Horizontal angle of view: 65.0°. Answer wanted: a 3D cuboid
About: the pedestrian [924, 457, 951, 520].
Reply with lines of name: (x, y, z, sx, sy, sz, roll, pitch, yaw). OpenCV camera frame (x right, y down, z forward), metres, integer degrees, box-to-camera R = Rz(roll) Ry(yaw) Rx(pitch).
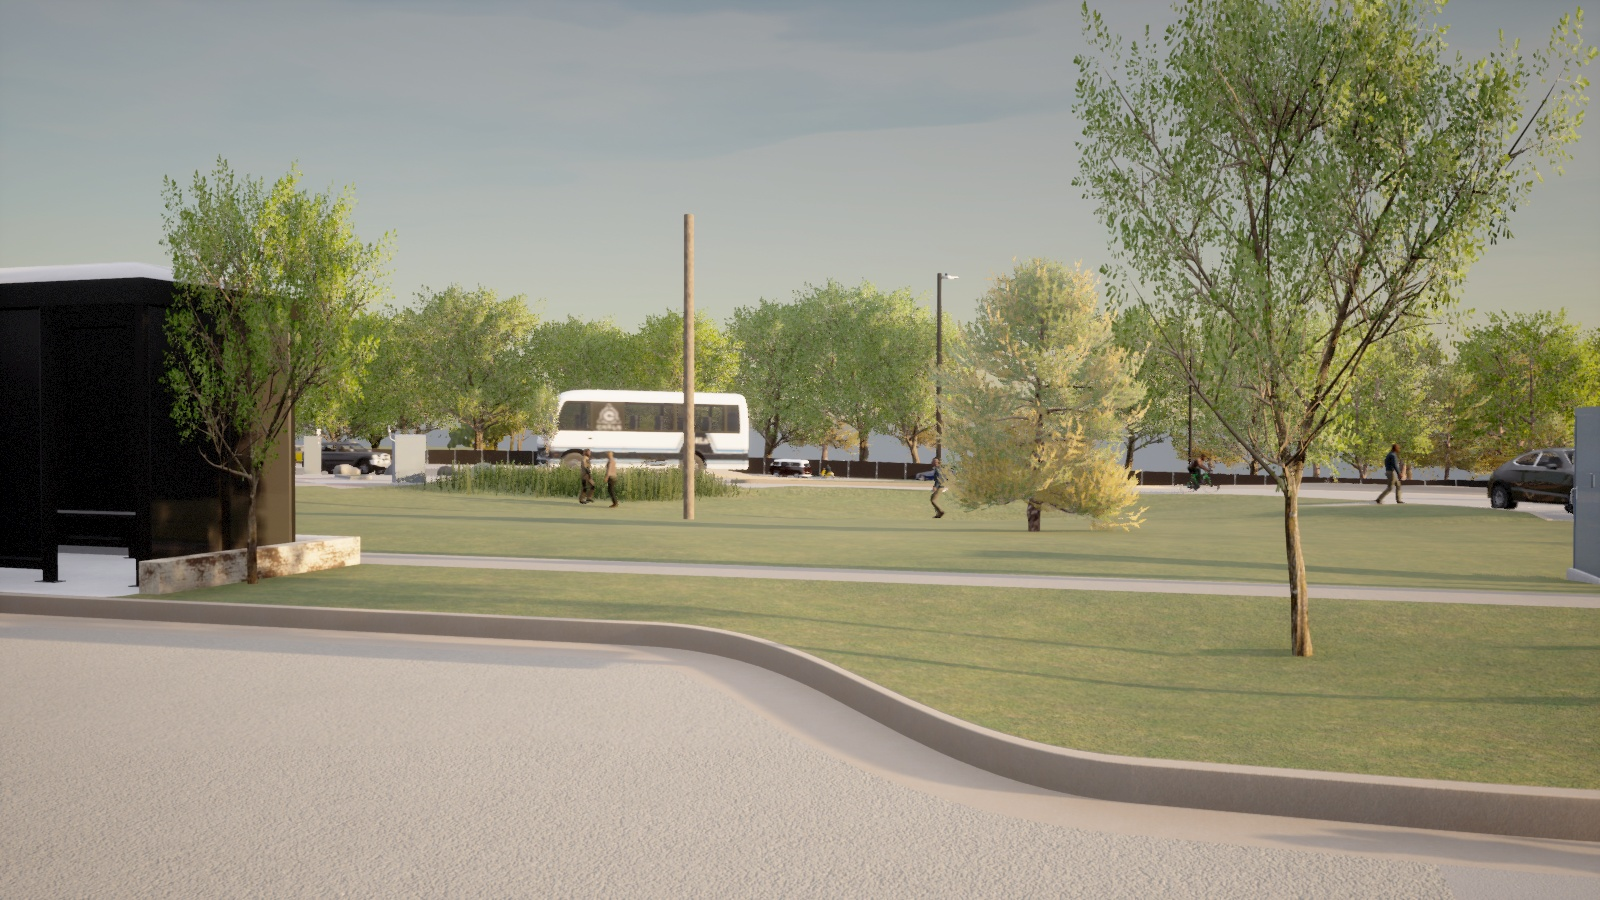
pedestrian: (4.087, 1.141, 37.300, 0.726, 1.842, 0.402, 1, 1, 13)

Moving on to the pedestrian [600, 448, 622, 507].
pedestrian: (-6.043, 0.877, 40.119, 0.634, 1.846, 0.331, 1, 1, 8)

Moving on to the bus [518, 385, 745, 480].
bus: (-8.209, -0.798, 60.922, 10.273, 4.253, 3.944, 1, 1, -18)

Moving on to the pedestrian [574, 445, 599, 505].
pedestrian: (-7.036, 0.819, 41.412, 0.692, 1.930, 0.396, 1, 1, 12)

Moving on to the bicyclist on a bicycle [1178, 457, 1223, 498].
bicyclist on a bicycle: (16.393, 1.110, 51.404, 1.656, 1.620, 0.582, 0, 1, 35)

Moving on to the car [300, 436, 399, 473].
car: (-24.095, 0.254, 67.172, 4.605, 1.855, 1.932, 1, -2, 12)

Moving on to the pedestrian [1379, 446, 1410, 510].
pedestrian: (17.094, 0.795, 36.100, 0.726, 1.835, 0.370, 1, 1, 17)

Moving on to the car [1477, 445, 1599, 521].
car: (18.552, 0.752, 29.868, 2.152, 1.651, 5.027, 0, -1, 0)
